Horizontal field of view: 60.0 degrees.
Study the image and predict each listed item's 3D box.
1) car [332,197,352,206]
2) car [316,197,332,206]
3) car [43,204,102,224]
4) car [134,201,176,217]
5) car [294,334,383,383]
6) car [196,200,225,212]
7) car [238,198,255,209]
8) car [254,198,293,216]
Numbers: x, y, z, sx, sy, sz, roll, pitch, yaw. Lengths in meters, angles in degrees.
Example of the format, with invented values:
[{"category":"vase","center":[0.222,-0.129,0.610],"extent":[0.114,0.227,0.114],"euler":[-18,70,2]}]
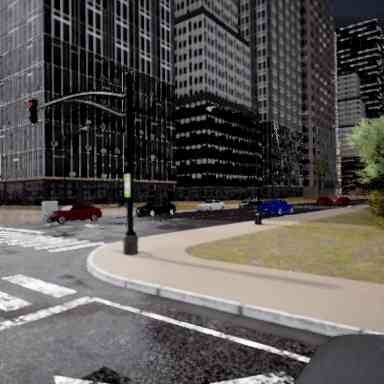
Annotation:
[{"category":"car","center":[25.104,1.549,55.044],"extent":[1.812,1.442,4.674],"euler":[-1,-1,37]},{"category":"car","center":[22.759,1.604,57.331],"extent":[1.812,1.442,4.674],"euler":[-1,-2,37]},{"category":"car","center":[-9.249,1.668,26.040],"extent":[1.812,1.442,4.674],"euler":[-1,-1,37]},{"category":"car","center":[-3.634,1.658,33.478],"extent":[1.837,1.490,4.892],"euler":[-1,-1,37]},{"category":"car","center":[3.123,1.544,1.459],"extent":[5.357,1.411,2.033],"euler":[0,0,35]},{"category":"car","center":[2.405,1.690,41.456],"extent":[1.812,1.442,4.674],"euler":[-1,-1,37]},{"category":"car","center":[8.719,1.666,49.763],"extent":[2.128,1.511,4.902],"euler":[-1,-1,38]},{"category":"car","center":[8.389,1.473,32.906],"extent":[1.882,1.535,5.008],"euler":[-1,-1,37]}]
